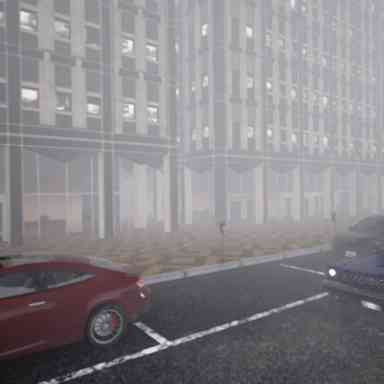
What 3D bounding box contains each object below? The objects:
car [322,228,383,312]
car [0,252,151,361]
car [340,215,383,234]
[{"bbox_3d":[4.743,1.549,6.781,4.718,1.301,1.895,0,0,-36],"label":"car"},{"bbox_3d":[-2.617,1.580,4.703,4.206,1.307,1.802,0,0,-36],"label":"car"},{"bbox_3d":[6.555,1.487,11.272,4.313,1.339,1.947,0,0,-36],"label":"car"}]
